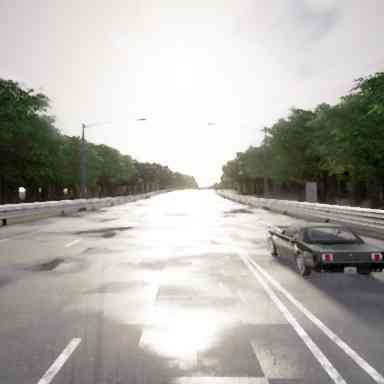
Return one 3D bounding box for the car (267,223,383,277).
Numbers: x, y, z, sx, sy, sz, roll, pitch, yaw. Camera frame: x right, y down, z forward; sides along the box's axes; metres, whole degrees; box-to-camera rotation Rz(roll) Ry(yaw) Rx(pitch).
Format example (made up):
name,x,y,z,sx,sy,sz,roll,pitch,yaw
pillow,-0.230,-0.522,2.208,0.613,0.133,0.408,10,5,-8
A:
name,x,y,z,sx,sy,sz,roll,pitch,yaw
car,3.751,1.596,10.247,1.895,1.301,4.718,0,0,-2
